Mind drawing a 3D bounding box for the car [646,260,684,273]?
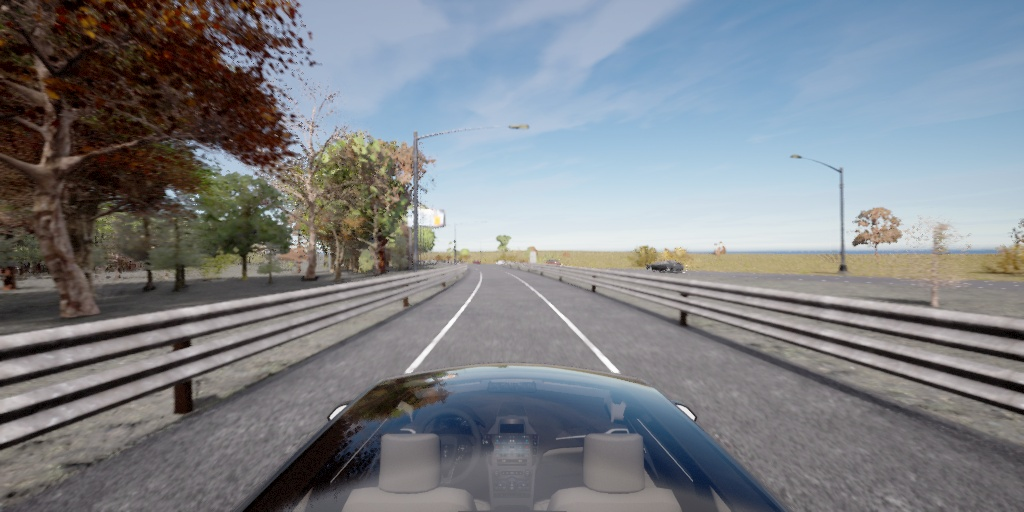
[{"bbox_3d":[18.463,1.253,43.458,2.128,1.511,4.902,0,0,-22],"label":"car"}]
